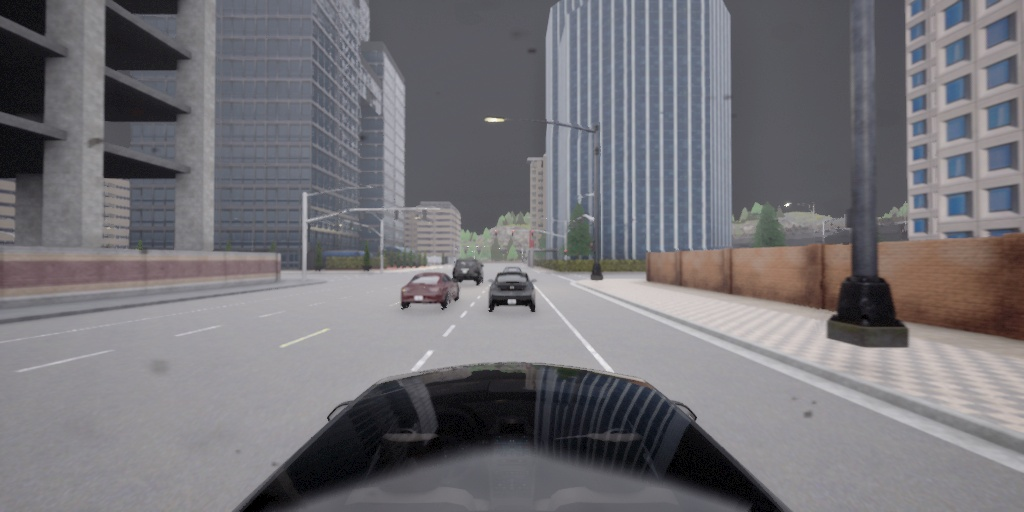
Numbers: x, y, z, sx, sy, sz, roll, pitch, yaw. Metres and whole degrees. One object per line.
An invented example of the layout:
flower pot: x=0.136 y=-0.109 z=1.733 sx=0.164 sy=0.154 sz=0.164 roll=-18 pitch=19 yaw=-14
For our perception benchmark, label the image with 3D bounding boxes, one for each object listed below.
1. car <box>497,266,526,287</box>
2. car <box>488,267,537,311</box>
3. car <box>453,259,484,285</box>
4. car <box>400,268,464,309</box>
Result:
car: x=0.064 y=1.599 z=29.406 sx=2.033 sy=1.411 sz=5.357 roll=0 pitch=-1 yaw=3
car: x=0.019 y=1.405 z=15.348 sx=1.837 sy=1.490 sz=4.892 roll=0 pitch=0 yaw=1
car: x=-3.559 y=1.276 z=29.432 sx=2.150 sy=2.045 sz=5.566 roll=0 pitch=0 yaw=-1
car: x=-3.477 y=1.428 z=15.728 sx=1.812 sy=1.442 sz=4.674 roll=0 pitch=0 yaw=1
